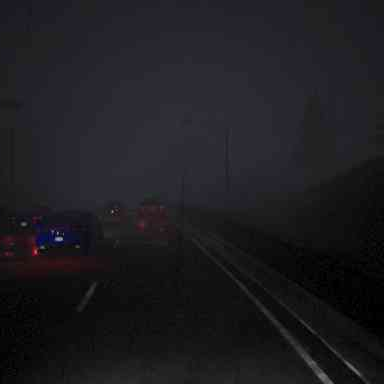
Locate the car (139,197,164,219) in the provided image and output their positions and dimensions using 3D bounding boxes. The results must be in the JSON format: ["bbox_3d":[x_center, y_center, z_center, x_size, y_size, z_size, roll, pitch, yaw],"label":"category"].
[{"bbox_3d":[-3.617,1.360,29.655,2.097,1.767,4.553,0,0,-8],"label":"car"}]

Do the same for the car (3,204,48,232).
[{"bbox_3d":[-9.327,1.539,20.087,1.812,1.442,4.674,0,0,-8],"label":"car"}]

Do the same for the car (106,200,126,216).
[{"bbox_3d":[-7.569,1.516,32.532,1.837,1.490,4.892,0,0,-8],"label":"car"}]

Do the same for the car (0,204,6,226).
[{"bbox_3d":[-13.287,1.566,23.184,2.033,1.411,5.357,0,0,-8],"label":"car"}]

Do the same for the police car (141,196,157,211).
[{"bbox_3d":[-5.678,1.434,43.240,1.930,1.638,5.238,0,0,-9],"label":"police car"}]

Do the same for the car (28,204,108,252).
[{"bbox_3d":[-4.930,1.485,13.969,1.882,1.535,5.008,0,0,-8],"label":"car"}]
